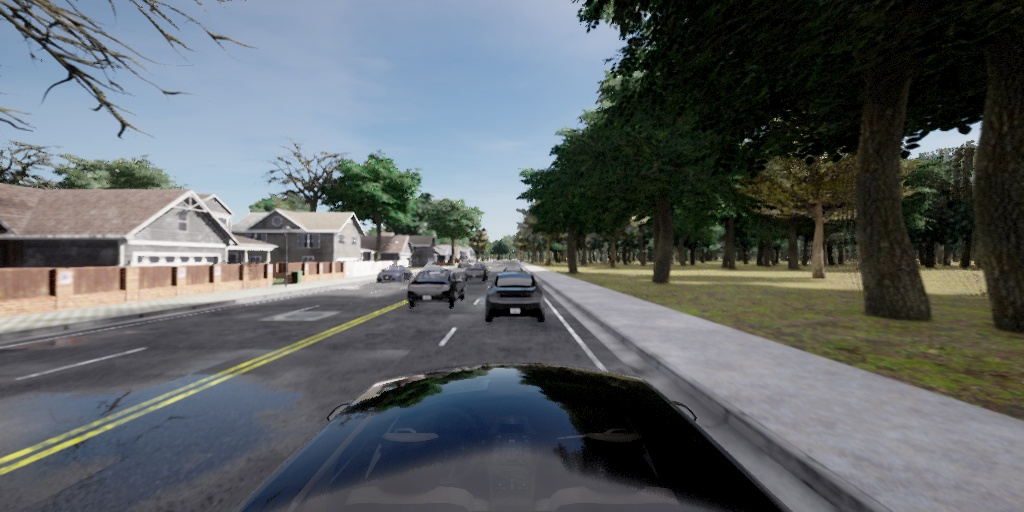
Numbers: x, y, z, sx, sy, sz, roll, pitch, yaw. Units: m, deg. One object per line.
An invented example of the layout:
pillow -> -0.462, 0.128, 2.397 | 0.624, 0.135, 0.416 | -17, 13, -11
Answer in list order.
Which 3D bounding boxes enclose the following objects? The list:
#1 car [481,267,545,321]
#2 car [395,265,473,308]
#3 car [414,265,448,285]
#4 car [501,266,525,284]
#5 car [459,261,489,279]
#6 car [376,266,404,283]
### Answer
car -> 0.095, 1.336, 12.771 | 1.837, 1.490, 4.892 | 0, 0, 0
car -> -3.149, 1.343, 15.712 | 2.128, 1.511, 4.902 | 0, 0, 0
car -> -6.588, 1.483, 29.624 | 1.812, 1.442, 4.674 | 0, 0, 0
car -> 0.109, 1.567, 30.768 | 1.895, 1.301, 4.718 | 0, 0, 0
car -> -3.142, 1.469, 32.319 | 2.128, 1.511, 4.902 | 0, 0, 0
car -> -9.836, 1.526, 30.249 | 1.994, 1.385, 4.181 | 0, 0, 0
